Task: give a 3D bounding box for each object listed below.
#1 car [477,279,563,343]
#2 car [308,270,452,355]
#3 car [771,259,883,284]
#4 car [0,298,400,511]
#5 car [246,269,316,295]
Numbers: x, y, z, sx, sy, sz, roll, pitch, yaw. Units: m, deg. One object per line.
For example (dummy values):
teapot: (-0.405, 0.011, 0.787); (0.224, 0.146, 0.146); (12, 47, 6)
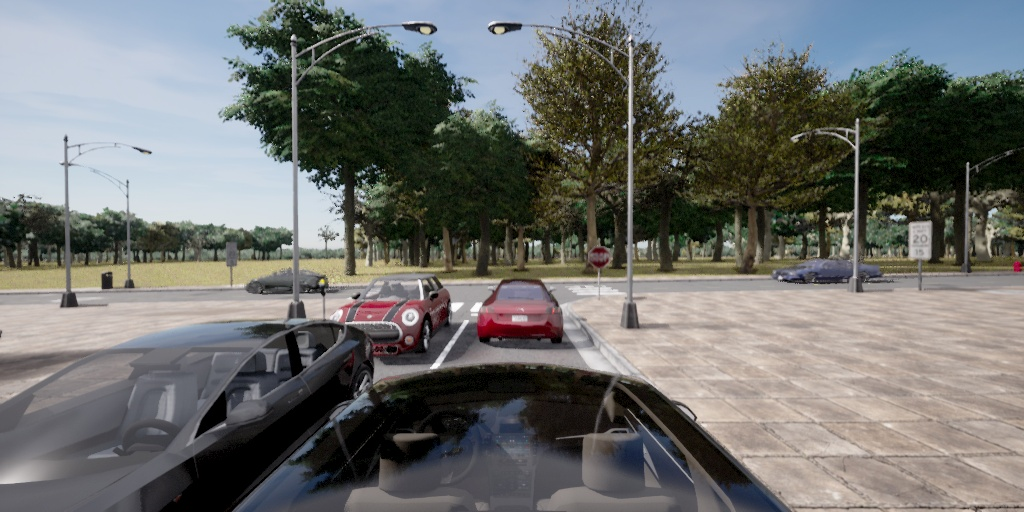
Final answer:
car: (0.257, 1.298, 9.640); (1.994, 1.385, 4.181); (0, 0, 3)
car: (-2.638, 1.176, 8.480); (1.967, 1.591, 4.097); (0, 0, 0)
car: (18.569, 0.863, 21.231); (5.357, 1.411, 2.033); (-1, 1, 0)
car: (-2.638, 1.313, 3.045); (1.948, 1.339, 4.313); (0, 0, 0)
car: (-13.236, 1.482, 21.254); (4.181, 1.385, 1.994); (-1, 1, 0)
